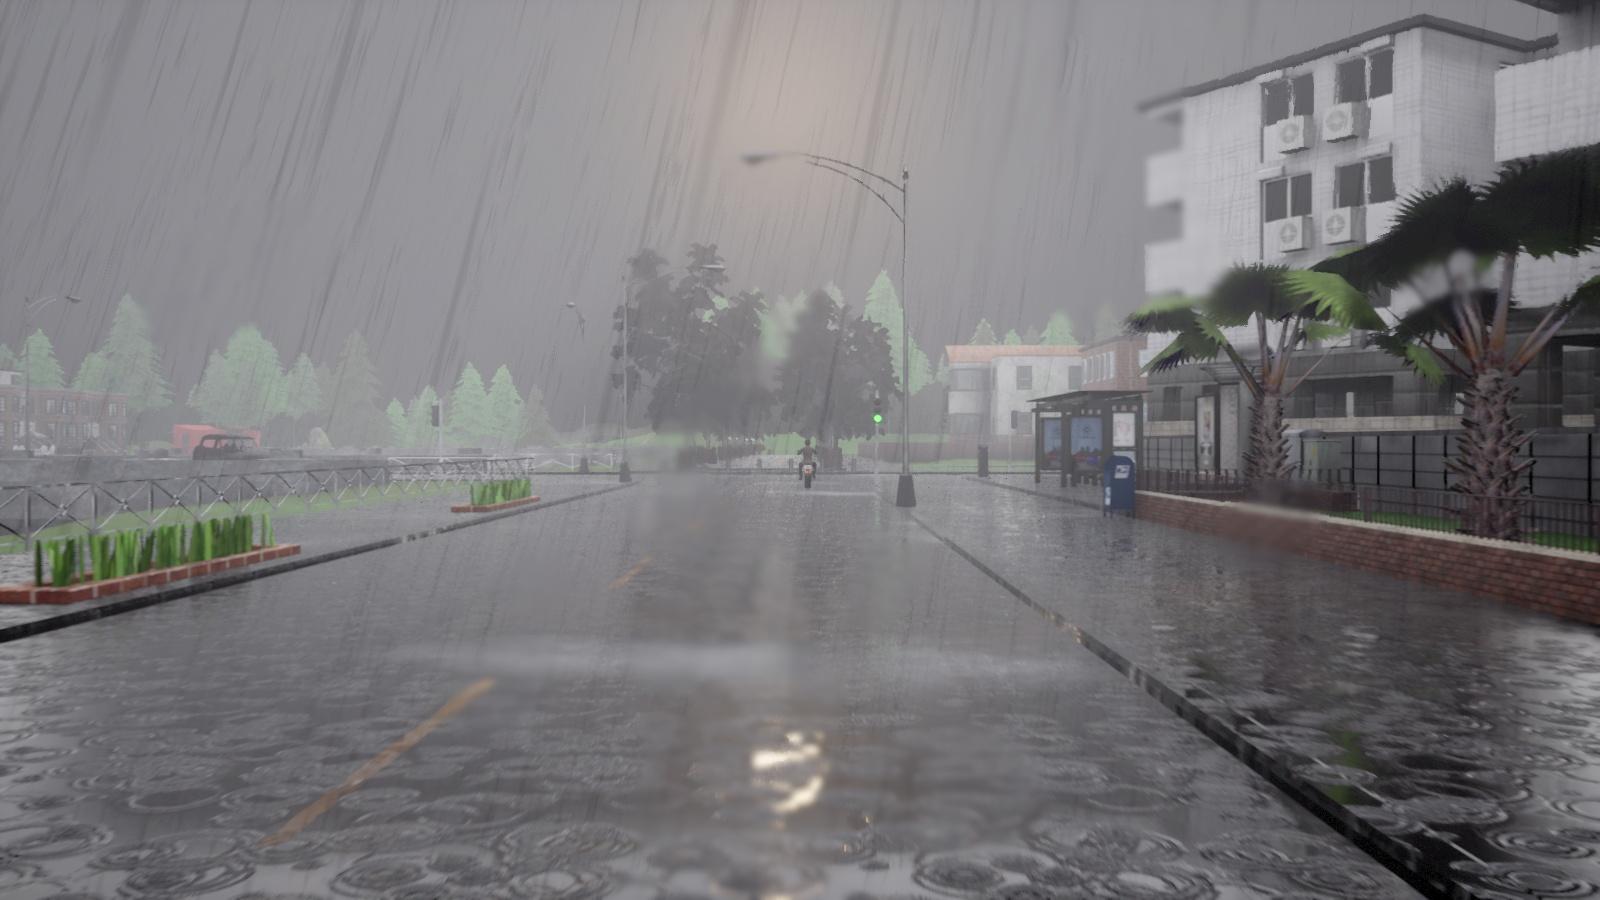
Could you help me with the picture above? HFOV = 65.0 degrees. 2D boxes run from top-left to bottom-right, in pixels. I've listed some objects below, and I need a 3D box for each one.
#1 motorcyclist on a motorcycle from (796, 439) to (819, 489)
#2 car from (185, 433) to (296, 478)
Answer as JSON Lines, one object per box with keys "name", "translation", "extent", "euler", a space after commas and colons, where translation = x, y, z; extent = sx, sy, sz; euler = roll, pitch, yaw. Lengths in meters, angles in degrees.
{"name": "motorcyclist on a motorcycle", "translation": [0.259, 0.459, 42.158], "extent": [0.766, 1.649, 2.350], "euler": [0, 0, 0]}
{"name": "car", "translation": [-23.853, 0.221, 53.619], "extent": [3.866, 1.878, 1.905], "euler": [0, 0, 0]}
